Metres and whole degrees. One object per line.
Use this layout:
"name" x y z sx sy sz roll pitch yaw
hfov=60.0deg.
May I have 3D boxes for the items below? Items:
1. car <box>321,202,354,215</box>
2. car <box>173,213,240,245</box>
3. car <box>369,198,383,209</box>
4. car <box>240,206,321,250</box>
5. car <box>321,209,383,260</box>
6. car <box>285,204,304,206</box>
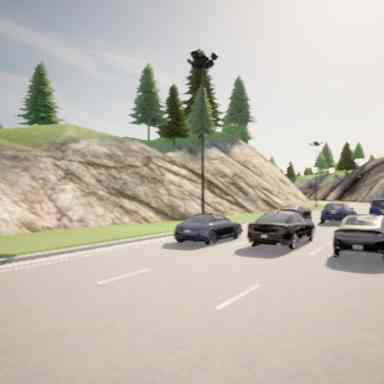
"car" 12.056 1.636 27.359 2.097 1.767 4.553 -1 -1 34
"car" 0.904 1.754 16.741 1.994 1.385 4.181 -1 -1 34
"car" 14.512 1.475 24.746 2.150 2.045 5.566 -1 0 34
"car" 4.282 1.645 15.499 1.882 1.535 5.008 -1 -1 34
"car" 6.796 1.627 12.967 2.128 1.511 4.902 -1 -1 34
"car" 9.177 1.807 29.350 2.128 1.511 4.902 -1 -1 34
